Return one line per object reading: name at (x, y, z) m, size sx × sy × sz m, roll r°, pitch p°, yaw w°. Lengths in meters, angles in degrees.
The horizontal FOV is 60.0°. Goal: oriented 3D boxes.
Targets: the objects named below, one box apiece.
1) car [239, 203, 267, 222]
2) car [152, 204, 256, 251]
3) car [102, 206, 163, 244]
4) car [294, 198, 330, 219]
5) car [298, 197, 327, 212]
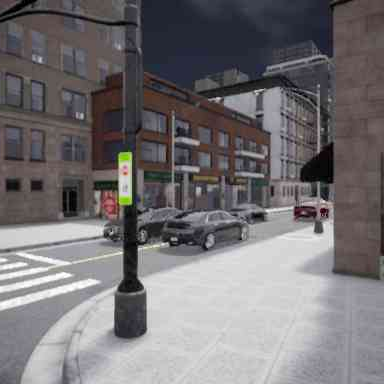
car at (3.847, 1.510, 23.977) m, size 1.994 × 1.385 × 4.181 m, roll 0°, pitch 0°, yaw 35°
car at (0.742, 1.475, 14.154) m, size 1.837 × 1.490 × 4.892 m, roll 0°, pitch 0°, yaw 35°
car at (-1.961, 1.468, 15.700) m, size 1.837 × 1.490 × 4.892 m, roll 0°, pitch 0°, yaw 35°
car at (9.869, 1.414, 27.163) m, size 1.882 × 1.535 × 5.008 m, roll 0°, pitch 0°, yaw 35°
car at (13.921, 1.394, 38.271) m, size 1.882 × 1.535 × 5.008 m, roll 0°, pitch 0°, yaw 36°
